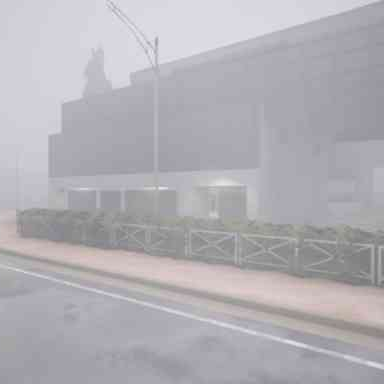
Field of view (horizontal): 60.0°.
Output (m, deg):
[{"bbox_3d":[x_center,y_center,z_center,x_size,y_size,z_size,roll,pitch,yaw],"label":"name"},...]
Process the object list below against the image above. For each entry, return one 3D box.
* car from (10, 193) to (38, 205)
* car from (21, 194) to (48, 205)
[{"bbox_3d":[-30.472,1.252,60.934,2.150,2.045,5.566,0,0,22],"label":"car"},{"bbox_3d":[-27.238,1.576,59.692,2.033,1.411,5.357,0,0,23],"label":"car"}]
